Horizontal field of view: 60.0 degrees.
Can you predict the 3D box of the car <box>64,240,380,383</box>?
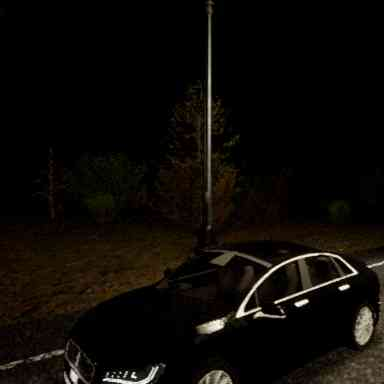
[{"bbox_3d":[0.812,1.519,4.638,4.892,1.490,1.837,0,0,-37],"label":"car"}]
